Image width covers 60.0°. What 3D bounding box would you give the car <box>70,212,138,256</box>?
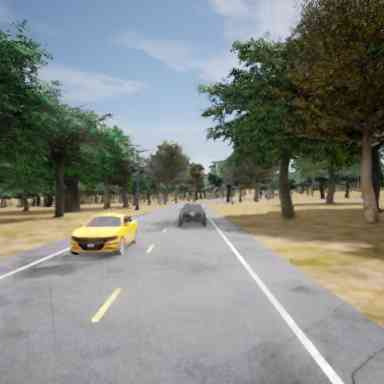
[{"bbox_3d":[-3.526,1.640,14.152,1.882,1.535,5.008,0,-1,0],"label":"car"}]

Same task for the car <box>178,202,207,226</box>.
[{"bbox_3d":[0.047,1.661,26.014,2.097,1.767,4.553,0,-1,0],"label":"car"}]

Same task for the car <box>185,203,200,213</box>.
[{"bbox_3d":[0.069,2.199,46.616,1.994,1.385,4.181,0,-1,0],"label":"car"}]
